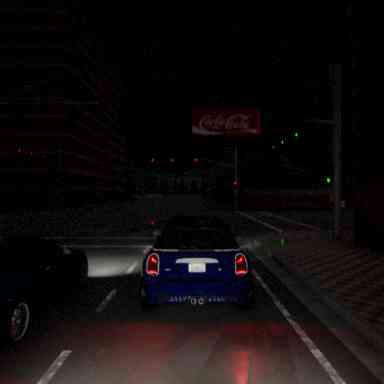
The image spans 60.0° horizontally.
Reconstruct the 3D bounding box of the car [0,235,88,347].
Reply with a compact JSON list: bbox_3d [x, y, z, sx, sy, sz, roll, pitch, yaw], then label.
[{"bbox_3d":[-3.420,1.523,6.181,1.812,1.442,4.674,0,0,0],"label":"car"}]

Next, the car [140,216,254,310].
[{"bbox_3d":[0.085,1.349,7.977,2.097,1.767,4.553,0,0,0],"label":"car"}]
